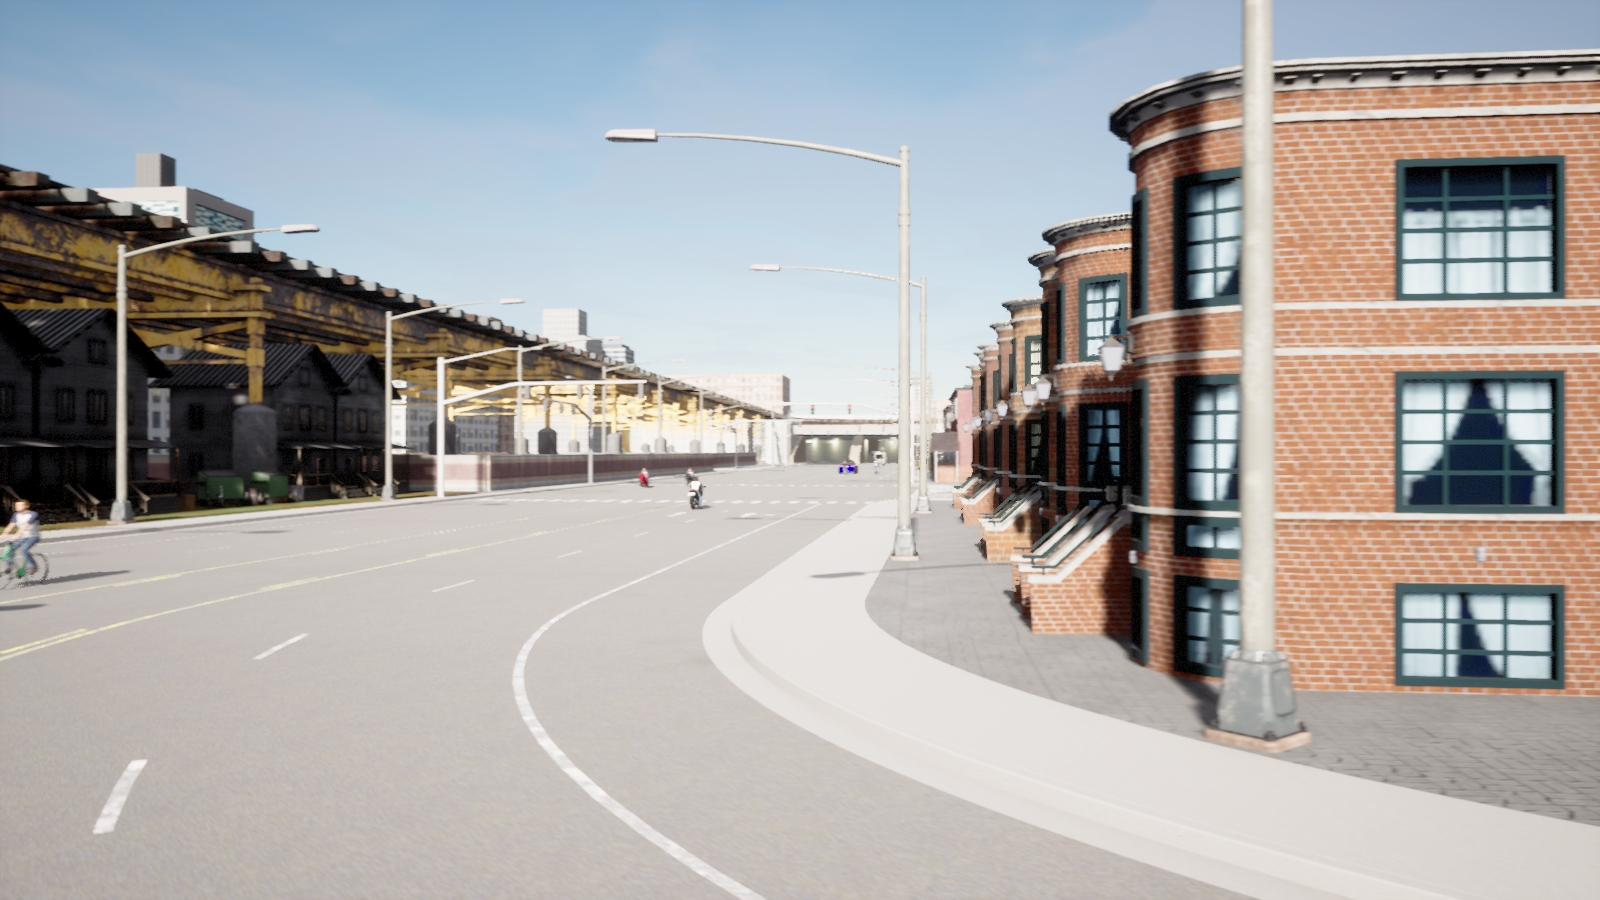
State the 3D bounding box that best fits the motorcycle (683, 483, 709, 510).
[{"bbox_3d":[-4.952,2.202,54.426,0.803,1.224,2.033,0,0,7],"label":"motorcycle"}]
